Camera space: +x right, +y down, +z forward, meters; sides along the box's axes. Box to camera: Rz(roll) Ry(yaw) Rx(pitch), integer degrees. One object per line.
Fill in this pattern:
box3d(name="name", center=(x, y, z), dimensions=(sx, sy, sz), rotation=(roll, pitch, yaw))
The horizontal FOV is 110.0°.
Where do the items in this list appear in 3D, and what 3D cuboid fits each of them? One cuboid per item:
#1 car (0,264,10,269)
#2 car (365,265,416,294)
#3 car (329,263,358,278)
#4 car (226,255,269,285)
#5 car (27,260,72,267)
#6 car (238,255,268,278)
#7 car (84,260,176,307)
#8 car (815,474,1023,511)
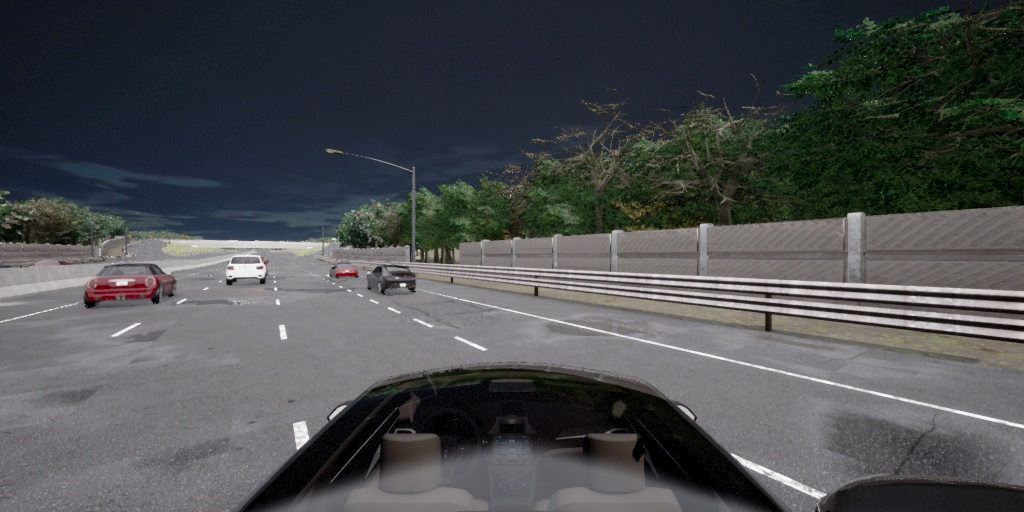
box3d(name="car", center=(-49.633, 1.255, 33.489), dimensions=(2.033, 1.411, 5.357), rotation=(0, 0, -33))
box3d(name="car", center=(-6.952, 1.249, 20.366), dimensions=(1.837, 1.490, 4.892), rotation=(0, 0, -34))
box3d(name="car", center=(-15.748, 1.296, 33.474), dimensions=(1.994, 1.385, 4.181), rotation=(0, 0, -34))
box3d(name="car", center=(-19.260, 0.957, 26.134), dimensions=(2.150, 2.045, 5.566), rotation=(0, 0, -34))
box3d(name="car", center=(-47.873, 1.184, 37.180), dimensions=(1.882, 1.535, 5.008), rotation=(0, 0, -33))
box3d(name="car", center=(-25.248, 0.946, 35.094), dimensions=(2.150, 2.045, 5.566), rotation=(0, 0, -34))
box3d(name="car", center=(-16.486, 1.095, 15.737), dimensions=(2.097, 1.767, 4.553), rotation=(0, 0, -36))
box3d(name="car", center=(2.987, 1.315, 0.374), dimensions=(4.181, 1.385, 1.994), rotation=(0, 0, 34))
